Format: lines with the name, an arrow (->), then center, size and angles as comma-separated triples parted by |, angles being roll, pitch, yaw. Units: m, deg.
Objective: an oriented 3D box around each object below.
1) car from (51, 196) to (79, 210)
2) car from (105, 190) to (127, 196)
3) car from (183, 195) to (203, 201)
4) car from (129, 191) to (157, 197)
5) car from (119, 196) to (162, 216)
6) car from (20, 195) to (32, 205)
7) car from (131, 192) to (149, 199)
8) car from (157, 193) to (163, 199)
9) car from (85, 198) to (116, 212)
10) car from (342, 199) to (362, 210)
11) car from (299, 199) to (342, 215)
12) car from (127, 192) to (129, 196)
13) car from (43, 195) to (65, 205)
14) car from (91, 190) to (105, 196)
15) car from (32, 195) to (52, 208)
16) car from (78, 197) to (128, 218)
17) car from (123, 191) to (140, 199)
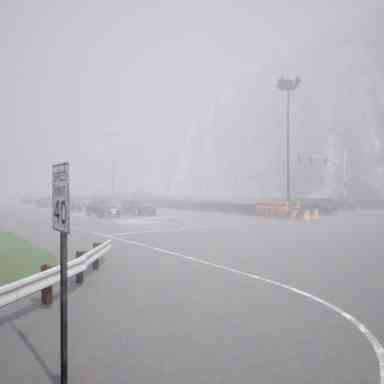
car -> -13.764, 1.490, 37.091 | 1.895, 1.301, 4.718 | 0, 0, -38
car -> -16.846, 0.660, 75.295 | 2.150, 2.045, 5.566 | 0, 1, -38
car -> 0.229, 1.231, 64.980 | 1.812, 1.442, 4.674 | 0, 1, -38
car -> -8.848, 1.065, 59.539 | 2.097, 1.767, 4.553 | 0, 1, -38
car -> -5.225, 1.429, 31.892 | 1.837, 1.490, 4.892 | 0, 0, -38
car -> -25.701, 1.212, 52.427 | 1.812, 1.442, 4.674 | 0, 1, -37
car -> -12.824, 0.897, 81.518 | 2.128, 1.511, 4.902 | 0, 1, -38
car -> -7.899, 0.950, 69.532 | 2.097, 1.767, 4.553 | 0, 1, -38
car -> -10.701, 1.448, 38.854 | 1.994, 1.385, 4.181 | 0, 0, -38
car -> 18.524, 1.503, 41.681 | 1.895, 1.301, 4.718 | 0, 0, -38
car -> 11.932, 1.528, 33.096 | 1.895, 1.301, 4.718 | 0, 0, -38
car -> -10.358, 0.830, 67.159 | 2.150, 2.045, 5.566 | 0, 1, -38
car -> -22.482, 1.237, 53.985 | 2.033, 1.411, 5.357 | 0, 1, -38
car -> -20.925, 0.625, 74.837 | 2.150, 2.045, 5.566 | 0, 1, -38
car -> -19.475, 1.317, 44.407 | 1.837, 1.490, 4.892 | 0, 1, -38
car -> -8.041, 1.423, 29.811 | 2.128, 1.511, 4.902 | 0, 0, -38
car -> -14.060, 0.739, 77.414 | 2.097, 1.767, 4.553 | 0, 1, -38
